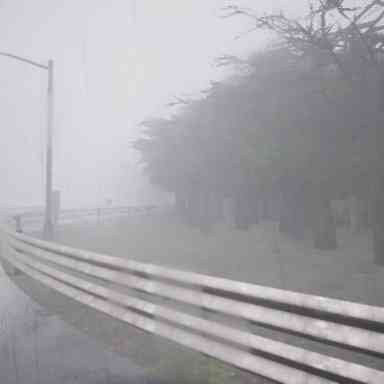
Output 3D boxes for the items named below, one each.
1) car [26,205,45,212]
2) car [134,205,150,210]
[{"bbox_3d":[-22.132,2.671,49.617,2.033,1.411,5.357,0,-2,22],"label":"car"},{"bbox_3d":[-11.415,3.529,75.268,1.895,1.301,4.718,0,-1,24],"label":"car"}]
